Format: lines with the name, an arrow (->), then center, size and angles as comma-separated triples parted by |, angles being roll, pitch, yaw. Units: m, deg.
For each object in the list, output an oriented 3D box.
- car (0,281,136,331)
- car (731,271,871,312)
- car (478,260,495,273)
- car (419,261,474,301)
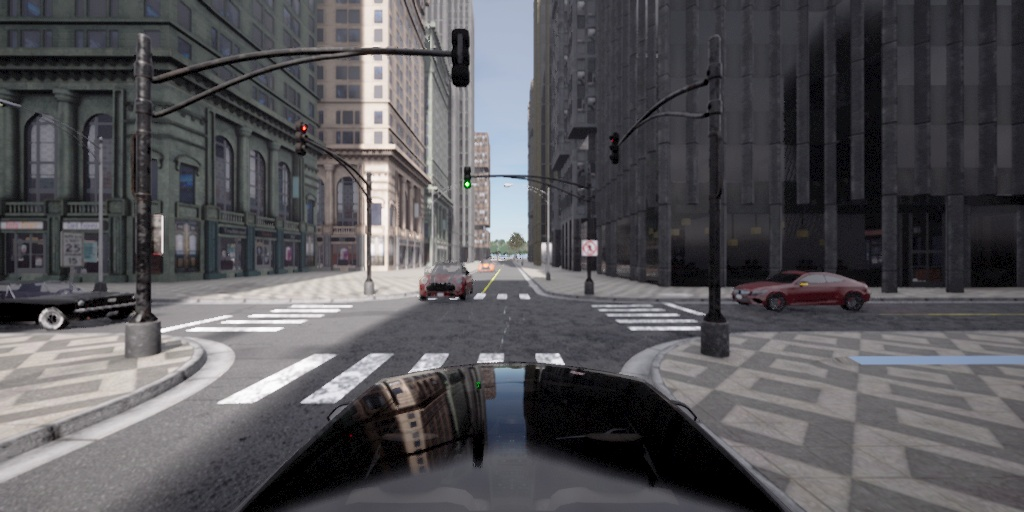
car -> -13.984, 1.383, 10.530 | 4.718, 1.301, 1.895 | 0, 0, -1
car -> 11.081, 1.299, 13.862 | 4.674, 1.442, 1.812 | 0, 0, -1
car -> -3.357, 1.297, 47.453 | 2.097, 1.767, 4.553 | 0, 0, 0
car -> -3.122, 1.120, 17.785 | 2.097, 1.767, 4.553 | 0, -1, -1
